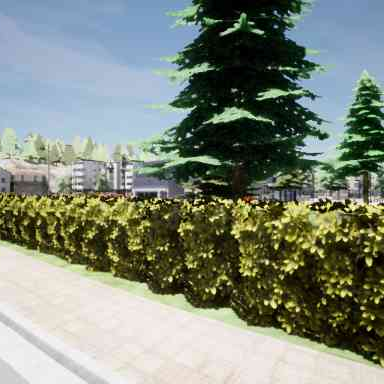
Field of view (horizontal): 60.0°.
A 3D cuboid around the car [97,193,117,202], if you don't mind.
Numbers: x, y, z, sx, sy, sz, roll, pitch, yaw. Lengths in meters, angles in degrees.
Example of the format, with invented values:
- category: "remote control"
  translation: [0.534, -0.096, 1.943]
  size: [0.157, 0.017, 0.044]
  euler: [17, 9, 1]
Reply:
- category: "car"
  translation: [-18.211, 1.077, 71.371]
  size: [1.905, 1.878, 3.866]
  euler: [0, 0, 44]

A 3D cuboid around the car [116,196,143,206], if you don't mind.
- category: "car"
  translation: [-10.041, 1.384, 53.291]
  size: [1.970, 1.475, 3.806]
  euler: [0, 0, 44]

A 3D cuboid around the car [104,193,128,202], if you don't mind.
- category: "car"
  translation: [-15.852, 1.097, 69.626]
  size: [1.932, 1.855, 4.605]
  euler: [0, 0, 44]

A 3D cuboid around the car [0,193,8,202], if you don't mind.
- category: "car"
  translation: [-41.761, 1.097, 70.170]
  size: [1.932, 1.855, 4.605]
  euler: [0, 0, 44]

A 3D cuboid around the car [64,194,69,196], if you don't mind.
- category: "car"
  translation: [-27.325, 1.154, 80.350]
  size: [2.152, 1.636, 5.027]
  euler: [0, 0, 44]

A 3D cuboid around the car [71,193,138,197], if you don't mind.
- category: "car"
  translation: [-8.047, 1.221, 31.017]
  size: [2.150, 2.045, 5.566]
  euler: [0, 0, 44]
